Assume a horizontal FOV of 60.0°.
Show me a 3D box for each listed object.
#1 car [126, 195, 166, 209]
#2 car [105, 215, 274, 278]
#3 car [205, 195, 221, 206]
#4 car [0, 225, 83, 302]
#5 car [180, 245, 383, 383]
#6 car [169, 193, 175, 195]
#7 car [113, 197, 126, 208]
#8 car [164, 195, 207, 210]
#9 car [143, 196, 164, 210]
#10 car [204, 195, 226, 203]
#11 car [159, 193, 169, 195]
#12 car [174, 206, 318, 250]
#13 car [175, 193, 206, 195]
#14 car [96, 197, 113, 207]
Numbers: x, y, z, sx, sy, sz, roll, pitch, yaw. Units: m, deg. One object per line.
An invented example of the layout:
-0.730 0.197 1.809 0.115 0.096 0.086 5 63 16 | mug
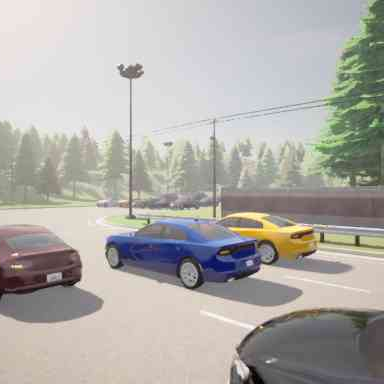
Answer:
-6.331 1.521 46.966 2.128 1.511 4.902 0 0 43 | car
-0.498 1.483 9.316 5.008 1.535 1.882 0 0 42 | car
2.299 1.554 51.181 1.812 1.442 4.674 0 0 43 | car
-4.441 1.532 8.179 4.674 1.442 1.812 0 0 42 | car
2.447 1.492 1.962 4.902 1.511 2.128 0 0 42 | car
-1.197 1.385 57.720 2.097 1.767 4.553 0 0 43 | car
-8.727 1.510 49.532 1.882 1.535 5.008 0 0 43 | car
-0.806 1.516 42.632 2.128 1.511 4.902 0 0 43 | car
-3.777 1.628 44.572 1.895 1.301 4.718 0 0 43 | car
4.842 1.515 69.339 1.882 1.535 5.008 0 0 43 | car
-4.921 1.259 58.842 2.150 2.045 5.566 0 0 43 | car
1.858 1.484 11.905 5.008 1.535 1.882 0 0 42 | car
0.345 1.252 54.233 2.150 2.045 5.566 0 0 43 | car
-12.337 1.560 50.770 1.812 1.442 4.674 0 0 42 | car
